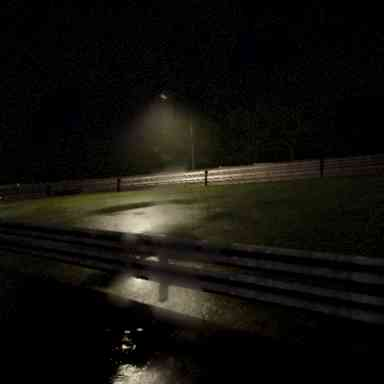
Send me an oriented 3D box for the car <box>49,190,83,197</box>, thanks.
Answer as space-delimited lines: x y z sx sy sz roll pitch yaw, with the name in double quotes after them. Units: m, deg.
-17.588 0.098 46.136 4.718 1.301 1.895 -4 -2 22 "car"
